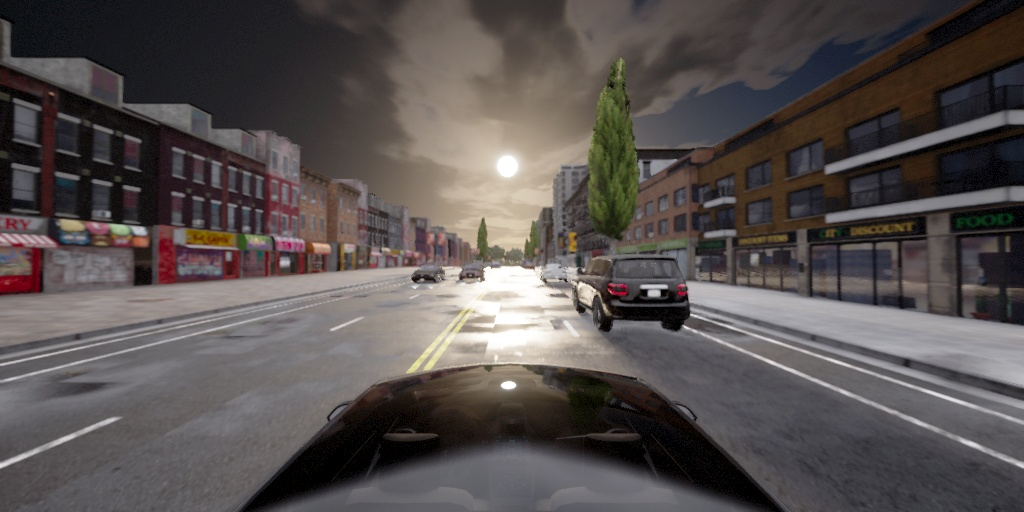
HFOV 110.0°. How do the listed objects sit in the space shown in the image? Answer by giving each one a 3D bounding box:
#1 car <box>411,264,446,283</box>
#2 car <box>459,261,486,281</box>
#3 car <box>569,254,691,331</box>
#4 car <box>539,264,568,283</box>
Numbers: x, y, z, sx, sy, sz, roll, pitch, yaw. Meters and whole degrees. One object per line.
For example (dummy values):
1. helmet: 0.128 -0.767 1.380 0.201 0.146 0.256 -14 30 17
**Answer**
1. car: -6.595 1.375 28.985 2.033 1.411 5.357 0 0 0
2. car: -3.340 1.403 30.828 1.994 1.385 4.181 0 0 0
3. car: 3.349 0.979 11.128 2.150 2.045 5.566 0 0 0
4. car: 3.351 1.354 29.098 1.812 1.442 4.674 0 0 0
